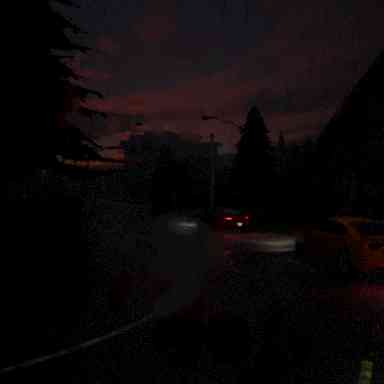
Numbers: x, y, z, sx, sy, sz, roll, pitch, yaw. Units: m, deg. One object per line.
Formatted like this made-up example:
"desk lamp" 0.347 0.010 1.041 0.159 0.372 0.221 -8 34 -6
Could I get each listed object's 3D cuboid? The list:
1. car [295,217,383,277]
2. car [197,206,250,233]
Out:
"car" 4.951 1.511 10.475 1.882 1.535 5.008 0 0 -4
"car" 1.836 1.613 20.485 1.812 1.442 4.674 0 0 -21
